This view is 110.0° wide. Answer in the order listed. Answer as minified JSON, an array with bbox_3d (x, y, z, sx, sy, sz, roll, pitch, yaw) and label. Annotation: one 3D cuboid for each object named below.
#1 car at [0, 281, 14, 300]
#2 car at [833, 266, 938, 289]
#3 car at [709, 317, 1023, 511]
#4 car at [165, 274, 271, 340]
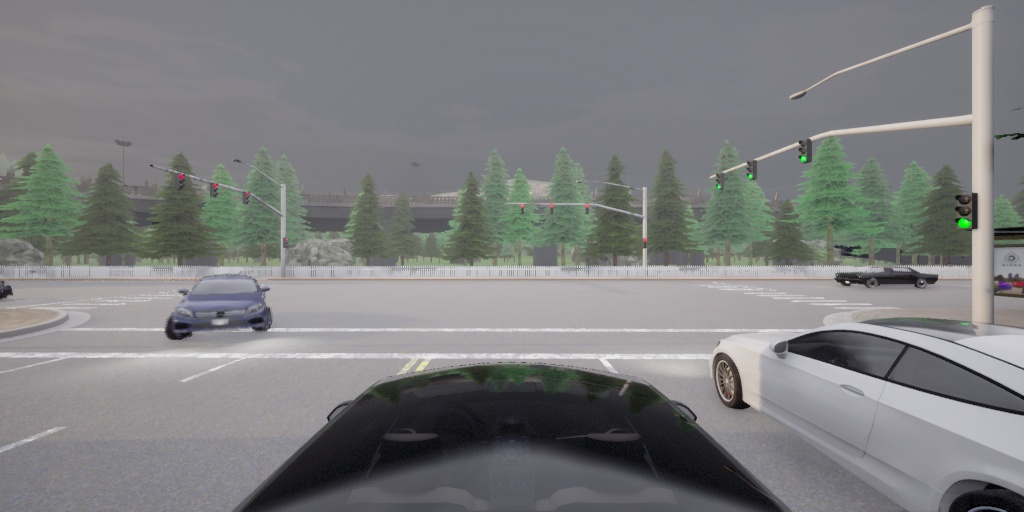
[{"bbox_3d":[-23.788,1.259,14.887,4.181,1.385,1.994,0,0,0],"label":"car"},{"bbox_3d":[22.865,1.295,22.071,4.718,1.301,1.895,0,0,0],"label":"car"},{"bbox_3d":[3.657,1.276,3.168,1.812,1.442,4.674,0,0,2],"label":"car"},{"bbox_3d":[-8.111,1.269,10.269,1.812,1.442,4.674,1,-1,-35],"label":"car"}]
